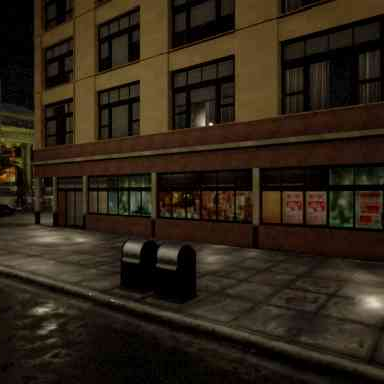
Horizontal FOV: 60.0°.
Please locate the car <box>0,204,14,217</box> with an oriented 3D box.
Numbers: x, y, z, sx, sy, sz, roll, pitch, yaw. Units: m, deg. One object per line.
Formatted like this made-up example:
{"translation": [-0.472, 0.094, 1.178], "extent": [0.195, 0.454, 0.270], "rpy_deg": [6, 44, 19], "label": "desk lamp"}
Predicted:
{"translation": [-18.204, 1.351, 29.187], "extent": [2.097, 1.767, 4.553], "rpy_deg": [0, 0, 36], "label": "car"}
